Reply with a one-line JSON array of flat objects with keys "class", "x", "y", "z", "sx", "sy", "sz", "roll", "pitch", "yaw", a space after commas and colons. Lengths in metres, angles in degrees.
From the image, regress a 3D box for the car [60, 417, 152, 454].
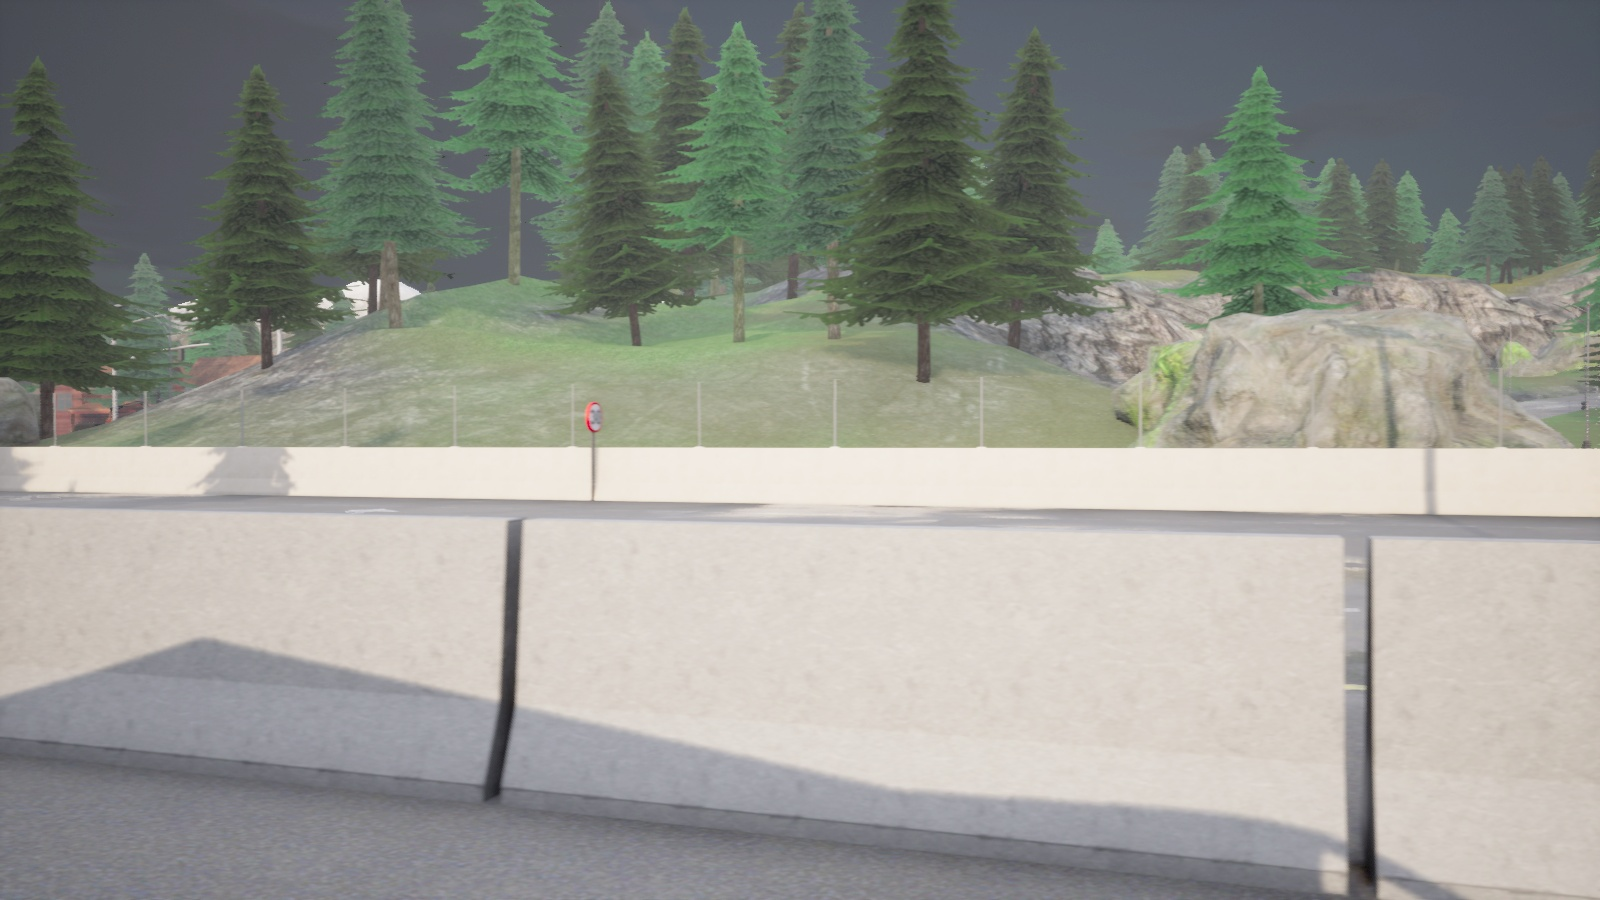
[{"class": "car", "x": -36.051, "y": -0.755, "z": 65.326, "sx": 1.905, "sy": 1.878, "sz": 3.866, "roll": 1, "pitch": 1, "yaw": 19}]
